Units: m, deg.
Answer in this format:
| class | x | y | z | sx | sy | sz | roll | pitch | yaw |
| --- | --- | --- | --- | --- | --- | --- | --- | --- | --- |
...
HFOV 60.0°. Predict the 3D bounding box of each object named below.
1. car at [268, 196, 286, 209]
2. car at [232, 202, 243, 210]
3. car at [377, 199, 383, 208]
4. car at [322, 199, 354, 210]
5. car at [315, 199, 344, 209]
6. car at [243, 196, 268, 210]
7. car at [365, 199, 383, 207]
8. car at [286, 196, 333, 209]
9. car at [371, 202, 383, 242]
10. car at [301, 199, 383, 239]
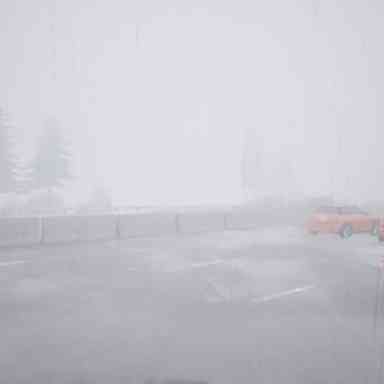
| class | x | y | z | sx | sy | sz | roll | pitch | yaw |
| --- | --- | --- | --- | --- | --- | --- | --- | --- | --- |
| car | 11.244 | 1.590 | 37.879 | 4.553 | 1.767 | 2.097 | 1 | 0 | -36 |
| car | 7.835 | 1.793 | 44.052 | 5.357 | 1.411 | 2.033 | 1 | 0 | -36 |
| car | 34.807 | 2.031 | 58.660 | 4.181 | 1.385 | 1.994 | 0 | 0 | -31 |
| car | 21.951 | 1.849 | 49.832 | 4.902 | 1.511 | 2.128 | 0 | 0 | -35 |
| car | 22.623 | 1.875 | 54.586 | 4.902 | 1.511 | 2.128 | 1 | 0 | -35 |
| car | 9.289 | 1.459 | 40.787 | 5.566 | 2.045 | 2.150 | 0 | 0 | -36 |
| car | 35.045 | 2.090 | 62.838 | 4.718 | 1.301 | 1.895 | 0 | 0 | -29 |
| car | 12.681 | 1.456 | 34.608 | 5.566 | 2.045 | 2.150 | 1 | 0 | -36 |
| car | 10.876 | 1.489 | 15.847 | 4.553 | 1.767 | 2.097 | 1 | 0 | -36 |
| car | 8.499 | 1.486 | 18.449 | 4.553 | 1.767 | 2.097 | 1 | 0 | -36 |
